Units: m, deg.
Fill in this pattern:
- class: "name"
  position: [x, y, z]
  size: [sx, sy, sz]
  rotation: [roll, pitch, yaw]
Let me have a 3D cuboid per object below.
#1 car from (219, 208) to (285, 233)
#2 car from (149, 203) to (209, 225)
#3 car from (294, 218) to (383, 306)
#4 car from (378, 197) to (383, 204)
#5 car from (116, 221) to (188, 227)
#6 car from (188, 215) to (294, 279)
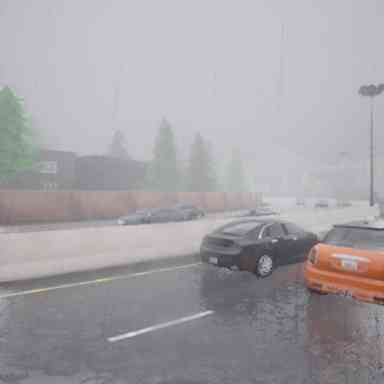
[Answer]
- class: "car"
  position: [4.019, 1.758, 21.617]
  size: [1.895, 1.301, 4.718]
  rotation: [0, -1, 44]
- class: "car"
  position: [-0.930, 1.689, 26.600]
  size: [1.837, 1.490, 4.892]
  rotation: [0, 0, 44]
- class: "car"
  position: [4.646, 1.414, 7.719]
  size: [4.553, 1.767, 2.097]
  rotation: [0, -1, -40]
- class: "car"
  position: [45.438, 2.044, 80.522]
  size: [1.882, 1.535, 5.008]
  rotation: [0, 0, 4]
- class: "car"
  position: [-2.287, 1.631, 20.459]
  size: [4.902, 1.511, 2.128]
  rotation: [0, 0, -43]
- class: "car"
  position: [2.433, 1.582, 10.403]
  size: [4.892, 1.490, 1.837]
  rotation: [0, 0, -40]
